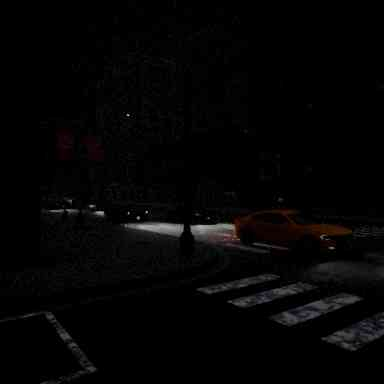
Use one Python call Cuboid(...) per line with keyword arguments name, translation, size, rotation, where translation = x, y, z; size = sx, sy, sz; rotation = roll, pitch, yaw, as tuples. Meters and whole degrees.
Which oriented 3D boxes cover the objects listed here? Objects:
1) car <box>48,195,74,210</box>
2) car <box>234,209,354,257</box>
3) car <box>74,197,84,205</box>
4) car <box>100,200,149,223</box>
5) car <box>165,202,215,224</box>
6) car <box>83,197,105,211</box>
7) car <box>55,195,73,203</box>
Cuboid(name="car", translation=(-16.904, 1.463, 42.195), size=(1.812, 1.442, 4.674), rotation=(0, 0, -35))
Cuboid(name="car", translation=(3.834, 1.469, 13.329), size=(1.882, 1.535, 5.008), rotation=(0, 0, -36))
Cuboid(name="car", translation=(-19.053, 1.510, 56.598), size=(1.895, 1.301, 4.718), rotation=(0, 0, -36))
Cuboid(name="car", translation=(-5.166, 1.568, 25.829), size=(1.895, 1.301, 4.718), rotation=(0, 0, -36))
Cuboid(name="car", translation=(-0.248, 1.495, 24.564), size=(1.812, 1.442, 4.674), rotation=(0, 0, -36))
Cuboid(name="car", translation=(-10.862, 1.505, 39.323), size=(1.994, 1.385, 4.181), rotation=(0, 0, -36))
Cuboid(name="car", translation=(-25.126, 1.381, 65.027), size=(2.128, 1.511, 4.902), rotation=(0, 0, -36))
